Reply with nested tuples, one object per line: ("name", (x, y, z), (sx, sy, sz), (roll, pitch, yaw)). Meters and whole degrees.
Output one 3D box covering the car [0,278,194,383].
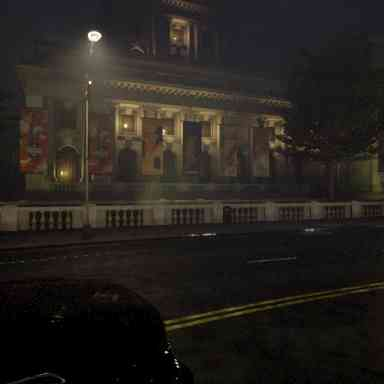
("car", (-2.611, 1.224, 1.682), (5.566, 2.045, 2.150), (0, 0, -38))
